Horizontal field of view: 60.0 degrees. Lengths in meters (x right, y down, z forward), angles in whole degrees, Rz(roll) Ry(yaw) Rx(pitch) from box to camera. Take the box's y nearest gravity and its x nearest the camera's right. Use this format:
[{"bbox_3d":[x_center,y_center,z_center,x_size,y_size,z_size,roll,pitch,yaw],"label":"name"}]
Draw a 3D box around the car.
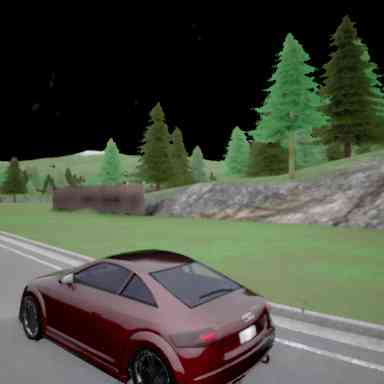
[{"bbox_3d":[-0.896,1.599,5.064,4.181,1.385,1.994,-1,0,40],"label":"car"}]
